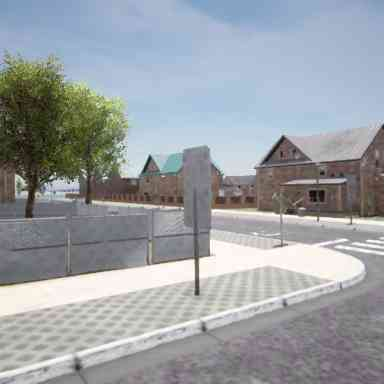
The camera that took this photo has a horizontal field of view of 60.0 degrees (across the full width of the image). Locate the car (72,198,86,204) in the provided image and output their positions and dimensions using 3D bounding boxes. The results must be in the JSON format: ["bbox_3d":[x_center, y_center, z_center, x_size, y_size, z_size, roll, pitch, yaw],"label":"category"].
[{"bbox_3d":[-16.084,1.599,48.390,2.033,1.411,5.357,-2,1,-34],"label":"car"}]
